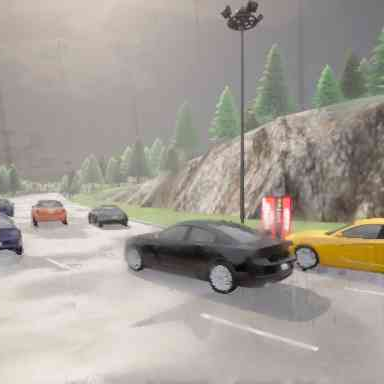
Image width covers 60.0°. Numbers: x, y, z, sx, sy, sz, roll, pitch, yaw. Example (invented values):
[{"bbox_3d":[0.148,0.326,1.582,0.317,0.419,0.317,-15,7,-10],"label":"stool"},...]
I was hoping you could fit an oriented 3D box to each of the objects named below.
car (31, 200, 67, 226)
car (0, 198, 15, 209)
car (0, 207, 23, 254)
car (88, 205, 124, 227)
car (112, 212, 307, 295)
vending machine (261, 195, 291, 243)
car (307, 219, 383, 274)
[{"bbox_3d":[-10.335,1.352,23.900,2.097,1.767,4.553,0,0,-28],"label":"car"},{"bbox_3d":[-17.078,1.353,29.703,2.097,1.767,4.553,0,0,-26],"label":"car"},{"bbox_3d":[-7.685,1.526,12.538,1.812,1.442,4.674,0,0,-38],"label":"car"},{"bbox_3d":[-5.810,1.563,22.769,1.994,1.385,4.181,0,0,-28],"label":"car"},{"bbox_3d":[0.195,1.478,8.895,5.008,1.535,1.882,0,0,42],"label":"car"},{"bbox_3d":[3.897,1.195,15.386,1.100,2.100,0.880,0,0,-44],"label":"vending machine"},{"bbox_3d":[5.068,1.478,9.207,5.008,1.535,1.882,0,0,38],"label":"car"}]
